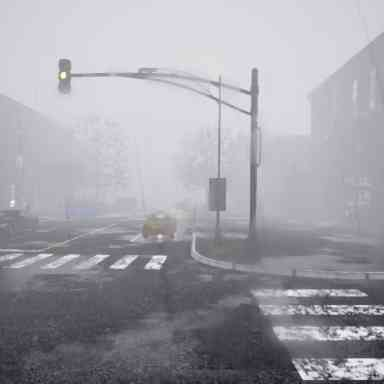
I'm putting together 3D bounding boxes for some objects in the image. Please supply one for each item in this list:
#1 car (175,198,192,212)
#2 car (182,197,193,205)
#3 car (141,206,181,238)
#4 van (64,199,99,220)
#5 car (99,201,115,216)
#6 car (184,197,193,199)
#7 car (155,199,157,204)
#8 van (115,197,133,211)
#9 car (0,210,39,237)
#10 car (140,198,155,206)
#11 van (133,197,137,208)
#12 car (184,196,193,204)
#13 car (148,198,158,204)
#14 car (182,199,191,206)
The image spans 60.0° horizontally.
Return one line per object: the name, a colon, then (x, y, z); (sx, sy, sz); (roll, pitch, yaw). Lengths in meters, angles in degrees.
car: (-1.379, 1.979, 46.286); (2.008, 1.369, 4.403); (0, 0, 1)
car: (-1.015, 1.983, 74.017); (2.192, 1.841, 5.009); (0, 0, 1)
car: (-1.740, 1.715, 18.729); (1.752, 1.417, 4.829); (0, 0, 1)
van: (-9.975, 1.523, 29.762); (1.690, 1.788, 3.998); (0, 0, 1)
car: (-9.903, 1.774, 35.306); (1.887, 1.381, 4.507); (0, 0, 1)
car: (-1.161, 2.139, 62.923); (1.947, 1.339, 4.313); (0, 0, 1)
car: (-9.395, 2.110, 74.125); (1.887, 1.381, 4.507); (0, 0, 1)
van: (-9.758, 1.667, 46.399); (1.690, 1.788, 3.998); (0, 0, 1)
car: (-10.121, 1.667, 18.669); (1.802, 1.307, 4.206); (0, 0, 1)
car: (-9.468, 2.084, 68.579); (1.947, 1.339, 4.313); (0, 0, 1)
van: (-9.684, 1.715, 51.944); (1.690, 1.788, 3.998); (0, 0, 1)
car: (-0.870, 2.079, 85.108); (2.192, 1.841, 5.009); (0, 0, 1)
car: (-9.323, 2.195, 79.670); (1.802, 1.307, 4.206); (0, 0, 1)
car: (-1.088, 2.165, 68.469); (1.887, 1.381, 4.507); (0, 0, 1)
